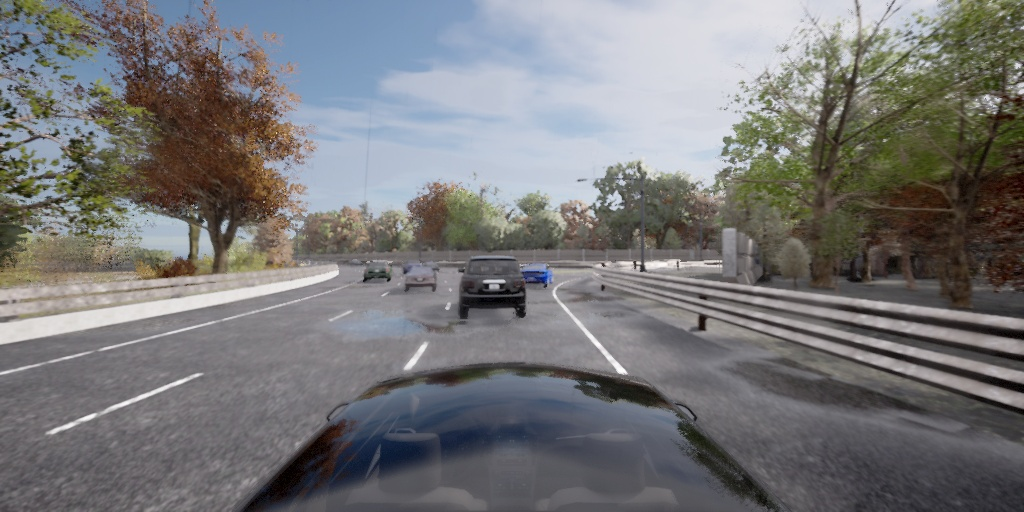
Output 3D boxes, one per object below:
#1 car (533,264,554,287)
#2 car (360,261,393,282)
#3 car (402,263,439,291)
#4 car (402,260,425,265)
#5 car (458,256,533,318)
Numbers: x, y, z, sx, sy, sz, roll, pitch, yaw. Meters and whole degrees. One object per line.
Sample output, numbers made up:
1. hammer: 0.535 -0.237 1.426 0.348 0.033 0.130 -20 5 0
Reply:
1. car: 1.775 1.281 24.972 1.882 1.535 5.008 -1 0 13
2. car: -11.380 1.218 30.697 2.097 1.767 4.553 0 0 -16
3. car: -5.661 1.372 22.584 2.033 1.411 5.357 0 0 -11
4. car: -12.038 1.253 43.123 2.097 1.767 4.553 0 0 -21
5. car: -0.812 1.006 13.348 2.150 2.045 5.566 0 0 -6
